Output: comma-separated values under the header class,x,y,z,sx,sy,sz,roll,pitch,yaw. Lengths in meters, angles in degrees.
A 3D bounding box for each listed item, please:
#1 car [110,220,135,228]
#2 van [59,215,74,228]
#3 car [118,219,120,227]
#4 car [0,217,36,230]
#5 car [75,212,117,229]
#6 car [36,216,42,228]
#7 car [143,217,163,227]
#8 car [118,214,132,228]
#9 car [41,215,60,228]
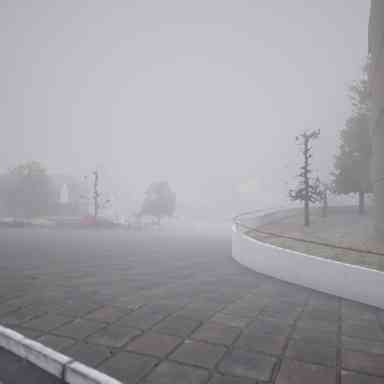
class,x,y,z,sx,sy,sz,roll,pitch,yaw
car,-14.257,6.586,68.800,4.674,1.452,2.002,0,-5,5
van,-21.673,4.631,52.412,4.442,1.987,1.878,0,-6,5
car,-14.729,5.418,55.383,1.895,1.301,4.718,-1,-6,24
car,-21.734,3.829,39.932,1.895,1.301,4.718,-1,-6,24
car,-13.750,4.410,48.292,2.150,2.045,5.566,-1,-6,24
car,-24.313,4.331,46.922,4.674,1.452,2.002,0,-6,5
car,-8.306,6.487,69.352,1.812,1.442,4.674,-1,-6,24
car,-15.531,6.014,66.091,5.566,2.045,2.435,0,-5,5
car,-23.236,4.569,49.674,5.366,1.575,1.946,0,-5,5
